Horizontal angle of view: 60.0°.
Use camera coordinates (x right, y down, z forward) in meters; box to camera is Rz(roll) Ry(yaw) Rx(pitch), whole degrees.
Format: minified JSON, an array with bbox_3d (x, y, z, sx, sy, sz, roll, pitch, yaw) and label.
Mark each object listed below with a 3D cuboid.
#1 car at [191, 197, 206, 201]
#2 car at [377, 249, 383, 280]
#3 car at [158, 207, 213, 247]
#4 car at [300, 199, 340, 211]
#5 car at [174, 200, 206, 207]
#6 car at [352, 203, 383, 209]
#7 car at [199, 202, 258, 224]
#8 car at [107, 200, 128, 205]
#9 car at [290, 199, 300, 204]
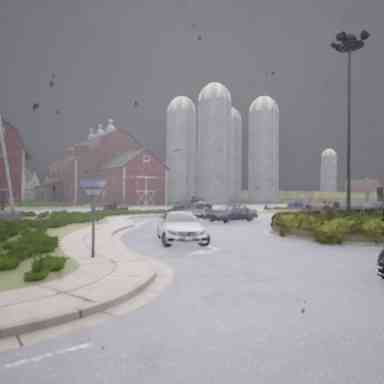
[{"bbox_3d":[1.286,1.699,49.090,1.905,1.878,3.866,1,-1,-37],"label":"car"},{"bbox_3d":[6.929,1.642,9.102,4.892,1.490,1.837,1,-1,-36],"label":"car"},{"bbox_3d":[-0.556,1.639,15.743,1.812,1.442,4.674,1,0,-11],"label":"car"},{"bbox_3d":[17.379,1.817,44.558,1.932,1.855,4.605,1,-1,-37],"label":"car"},{"bbox_3d":[-0.534,1.751,30.974,1.784,1.438,3.905,1,-1,-37],"label":"car"},{"bbox_3d":[22.410,2.082,41.748,5.357,1.411,2.033,1,-1,-28],"label":"car"},{"bbox_3d":[3.329,1.789,27.561,5.357,1.411,2.033,1,-1,-43],"label":"car"},{"bbox_3d":[-9.182,1.726,40.573,1.816,1.474,4.193,1,-1,-37],"label":"car"},{"bbox_3d":[20.686,2.164,63.561,2.242,1.667,4.611,1,-1,-37],"label":"car"}]
